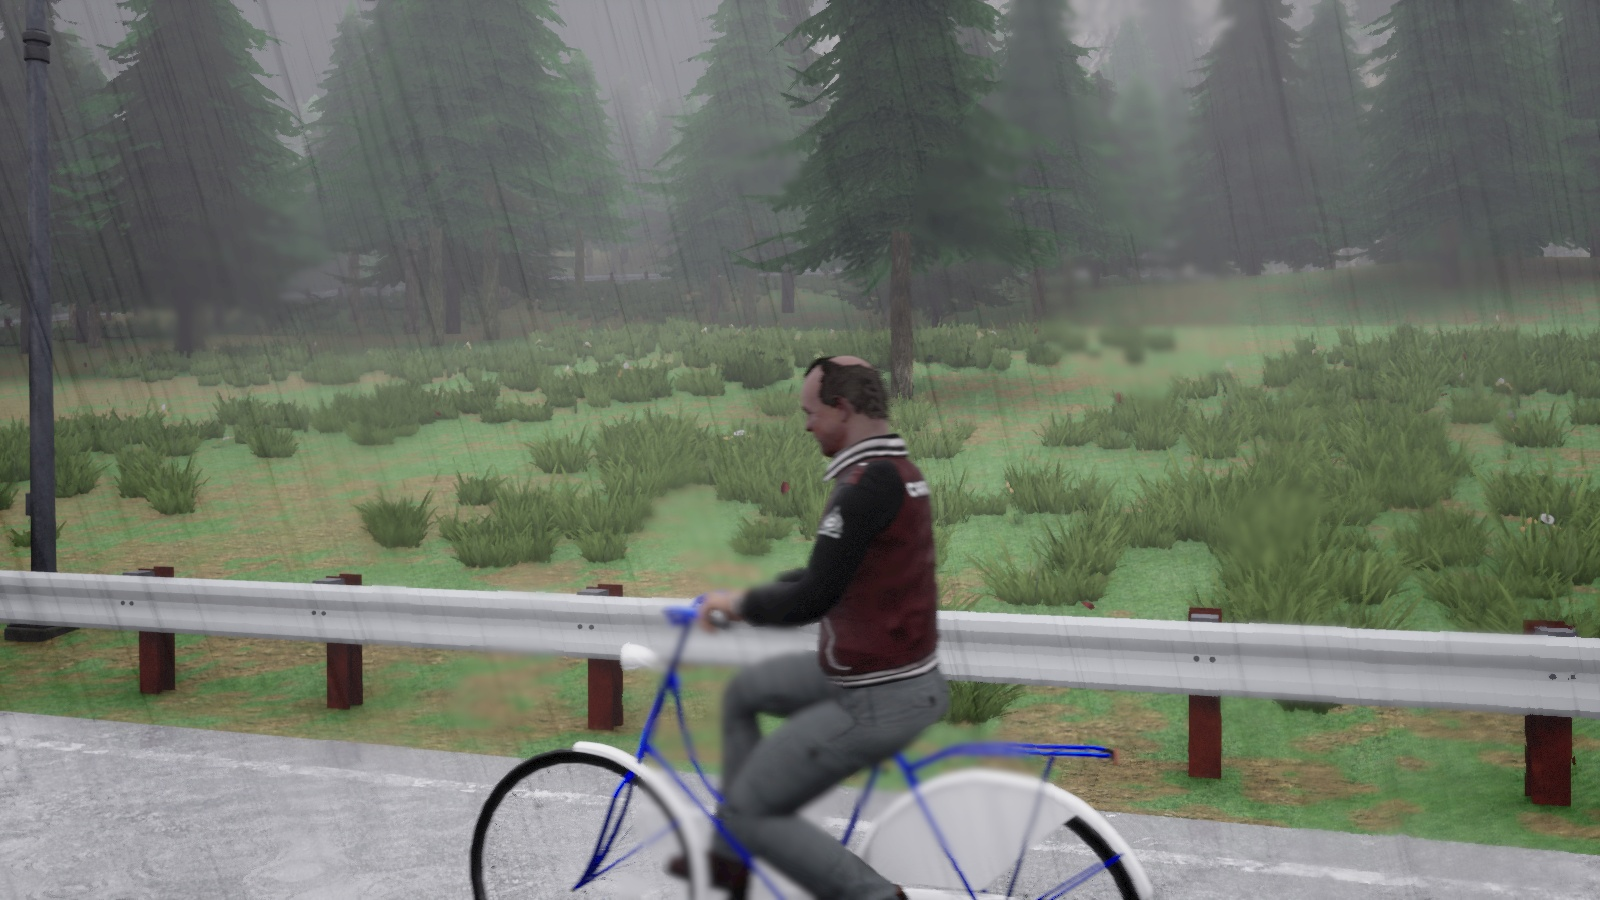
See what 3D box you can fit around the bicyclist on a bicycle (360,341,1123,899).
[{"bbox_3d":[-0.150,0.645,3.241,1.843,1.776,0.659,1,1,19],"label":"bicyclist on a bicycle"}]
